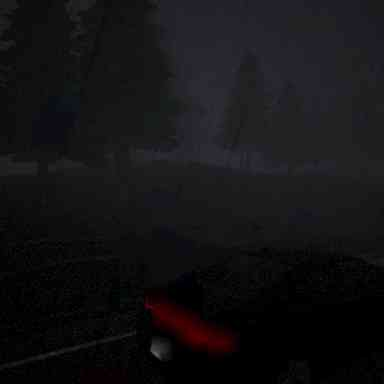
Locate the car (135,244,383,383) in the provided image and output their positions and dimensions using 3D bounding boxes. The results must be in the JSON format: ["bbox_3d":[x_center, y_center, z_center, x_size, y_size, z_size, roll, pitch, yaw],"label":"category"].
[{"bbox_3d":[1.645,1.521,4.922,5.008,1.535,1.882,1,0,-35],"label":"car"}]
